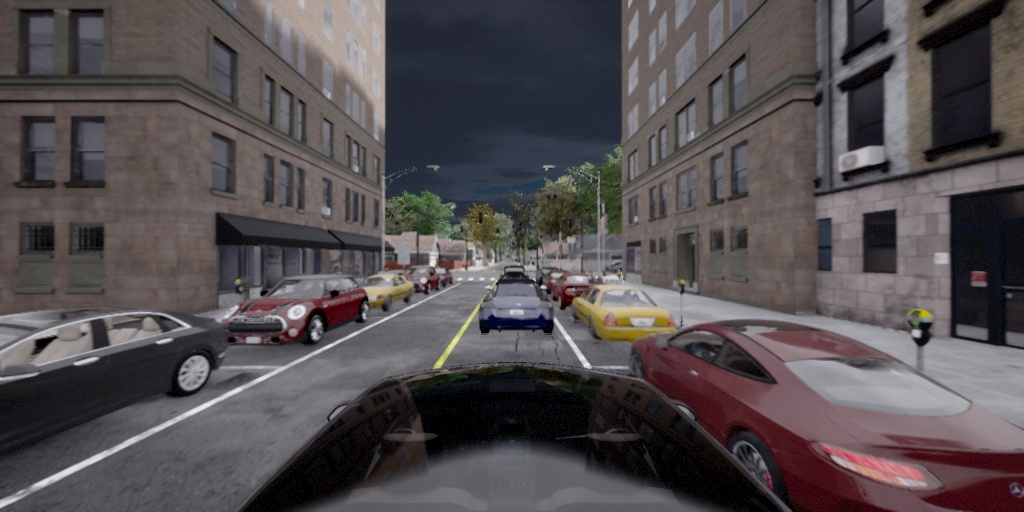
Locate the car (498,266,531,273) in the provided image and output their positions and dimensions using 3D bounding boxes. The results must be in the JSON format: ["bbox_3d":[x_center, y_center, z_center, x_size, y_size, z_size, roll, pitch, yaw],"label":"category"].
[{"bbox_3d":[0.147,1.378,23.513,1.837,1.490,4.892,0,0,0],"label":"car"}]

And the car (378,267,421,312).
[{"bbox_3d":[-5.360,1.349,14.785,1.751,1.417,4.829,0,0,0],"label":"car"}]

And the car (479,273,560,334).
[{"bbox_3d":[0.118,1.362,10.779,1.994,1.385,4.181,0,0,0],"label":"car"}]

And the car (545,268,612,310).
[{"bbox_3d":[2.665,1.369,14.940,1.888,1.381,4.507,0,0,0],"label":"car"}]

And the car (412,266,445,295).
[{"bbox_3d":[-5.348,1.295,20.474,1.967,1.591,4.097,0,0,0],"label":"car"}]

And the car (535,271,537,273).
[{"bbox_3d":[2.690,1.453,25.977,1.948,1.339,4.313,0,0,0],"label":"car"}]

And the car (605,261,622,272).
[{"bbox_3d":[14.839,1.396,45.673,4.902,1.511,2.128,0,0,0],"label":"car"}]

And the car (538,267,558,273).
[{"bbox_3d":[2.678,1.437,20.458,1.802,1.307,4.207,0,0,0],"label":"car"}]

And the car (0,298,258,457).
[{"bbox_3d":[-5.384,1.312,3.918,2.007,1.370,4.403,0,0,0],"label":"car"}]

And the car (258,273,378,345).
[{"bbox_3d":[-5.372,1.232,9.437,1.967,1.591,4.097,0,0,0],"label":"car"}]

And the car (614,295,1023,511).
[{"bbox_3d":[2.641,1.344,3.904,1.802,1.307,4.207,0,0,0],"label":"car"}]

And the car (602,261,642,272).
[{"bbox_3d":[15.024,1.426,48.931,4.892,1.490,1.837,0,0,0],"label":"car"}]

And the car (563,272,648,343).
[{"bbox_3d":[2.653,1.318,9.592,1.751,1.417,4.829,0,0,0],"label":"car"}]

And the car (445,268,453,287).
[{"bbox_3d":[-5.335,1.469,25.993,1.802,1.307,4.207,0,0,0],"label":"car"}]
